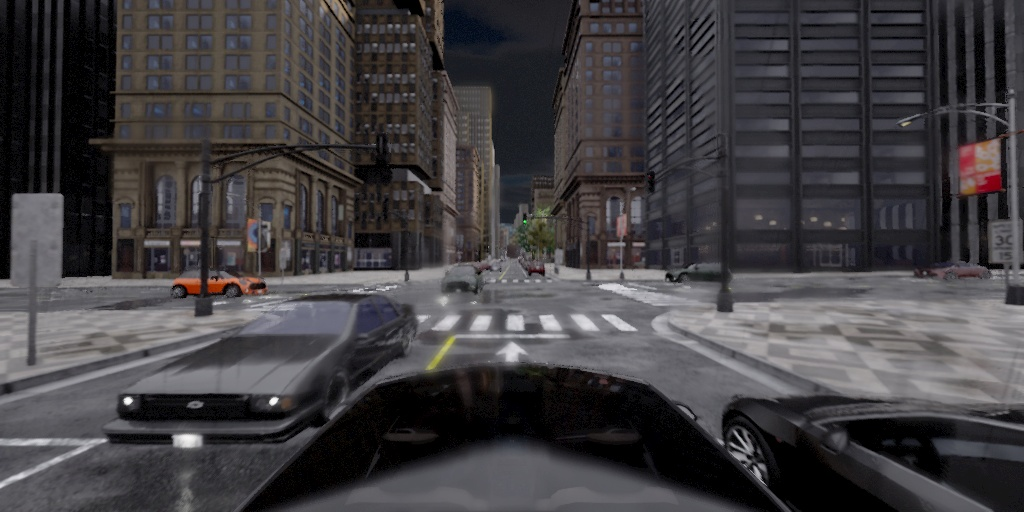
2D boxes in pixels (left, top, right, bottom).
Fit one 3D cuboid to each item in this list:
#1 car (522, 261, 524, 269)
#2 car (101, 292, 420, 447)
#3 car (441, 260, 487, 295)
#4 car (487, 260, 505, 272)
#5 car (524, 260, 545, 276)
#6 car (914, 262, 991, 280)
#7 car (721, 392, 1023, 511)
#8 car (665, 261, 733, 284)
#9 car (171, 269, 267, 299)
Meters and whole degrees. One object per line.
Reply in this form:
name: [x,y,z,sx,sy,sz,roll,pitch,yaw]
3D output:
car: [3.169,1.942,61.405,1.948,1.339,4.313,0,0,0]
car: [-2.993,1.353,5.975,2.033,1.411,5.357,0,-1,0]
car: [-2.930,1.338,21.942,2.097,1.767,4.553,-1,-1,1]
car: [-2.618,1.887,58.220,2.128,1.511,4.902,0,0,0]
car: [3.050,1.537,44.783,2.192,1.841,5.009,0,0,0]
car: [33.744,1.144,27.550,4.181,1.385,1.994,-1,-1,0]
car: [2.762,1.313,1.464,1.948,1.339,4.313,0,0,0]
car: [14.253,1.228,27.628,4.553,1.767,2.097,-1,-1,0]
car: [-17.029,1.538,21.038,4.553,1.767,2.097,-1,-1,0]
